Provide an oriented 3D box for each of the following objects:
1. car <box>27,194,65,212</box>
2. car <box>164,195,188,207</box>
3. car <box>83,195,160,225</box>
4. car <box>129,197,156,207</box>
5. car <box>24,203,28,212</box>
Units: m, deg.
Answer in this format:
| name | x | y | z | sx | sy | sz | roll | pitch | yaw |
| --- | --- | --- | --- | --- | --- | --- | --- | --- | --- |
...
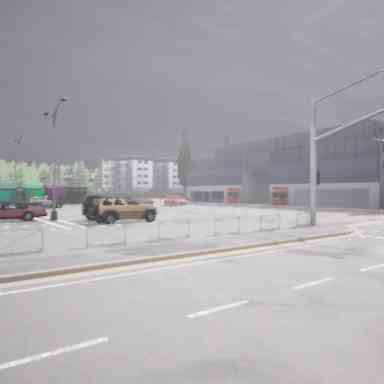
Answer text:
| name | x | y | z | sx | sy | sz | roll | pitch | yaw |
| --- | --- | --- | --- | --- | --- | --- | --- | --- | --- |
| car | -17.507 | 1.142 | 40.595 | 3.866 | 1.878 | 1.905 | 0 | 0 | -35 |
| car | -2.455 | 1.312 | 50.905 | 2.097 | 1.767 | 4.553 | 0 | 0 | -34 |
| car | -4.512 | 1.140 | 22.205 | 4.605 | 1.855 | 1.932 | 0 | 0 | -35 |
| car | -7.923 | 1.512 | 52.808 | 2.033 | 1.411 | 5.357 | 0 | 0 | -33 |
| car | -19.171 | 1.381 | 42.964 | 3.806 | 1.475 | 1.970 | 0 | 0 | -35 |
